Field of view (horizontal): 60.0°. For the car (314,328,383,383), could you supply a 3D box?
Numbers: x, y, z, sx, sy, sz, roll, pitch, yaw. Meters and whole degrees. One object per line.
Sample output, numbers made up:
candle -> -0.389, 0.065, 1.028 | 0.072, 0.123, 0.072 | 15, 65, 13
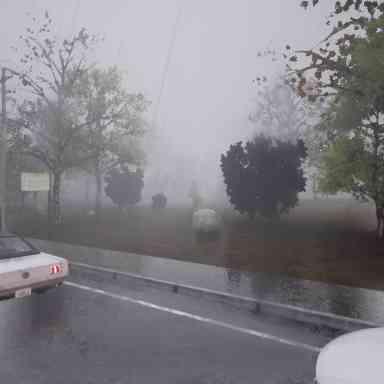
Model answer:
car -> 3.100, 1.526, 1.797 | 4.674, 1.442, 1.812 | 0, 0, 35

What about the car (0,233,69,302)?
car -> -4.968, 1.601, 7.534 | 4.718, 1.301, 1.895 | 0, 0, 36
